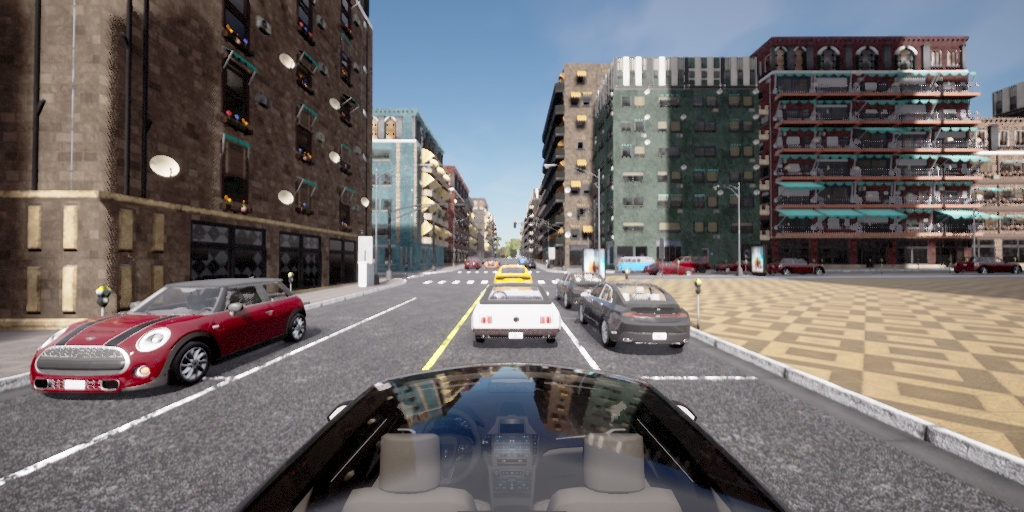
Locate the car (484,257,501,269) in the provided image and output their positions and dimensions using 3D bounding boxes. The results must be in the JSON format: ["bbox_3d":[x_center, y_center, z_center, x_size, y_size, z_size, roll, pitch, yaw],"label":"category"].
[{"bbox_3d":[-3.200,1.076,56.121,2.097,1.767,4.553,0,0,0],"label":"car"}]

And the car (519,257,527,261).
[{"bbox_3d":[2.568,1.305,58.353,1.802,1.307,4.207,0,0,0],"label":"car"}]

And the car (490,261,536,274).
[{"bbox_3d":[0.055,1.218,19.056,1.882,1.535,5.008,0,0,0],"label":"car"}]

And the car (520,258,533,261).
[{"bbox_3d":[2.580,1.291,52.783,1.948,1.339,4.313,0,0,0],"label":"car"}]

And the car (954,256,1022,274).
[{"bbox_3d":[41.281,0.787,31.102,4.097,1.591,1.967,0,0,0],"label":"car"}]

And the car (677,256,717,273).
[{"bbox_3d":[19.216,0.945,39.593,5.009,1.841,2.192,0,0,0],"label":"car"}]

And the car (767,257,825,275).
[{"bbox_3d":[24.700,0.911,31.185,4.097,1.591,1.967,0,0,0],"label":"car"}]

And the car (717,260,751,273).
[{"bbox_3d":[24.744,1.133,39.565,4.507,1.381,1.888,0,0,0],"label":"car"}]

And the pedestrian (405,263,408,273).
[{"bbox_3d":[-12.618,1.062,42.714,0.375,1.860,0.375,0,0,0],"label":"pedestrian"}]

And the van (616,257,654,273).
[{"bbox_3d":[13.688,1.014,39.621,3.998,1.789,1.690,0,0,0],"label":"van"}]

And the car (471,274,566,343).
[{"bbox_3d":[0.082,1.346,9.603,1.895,1.301,4.718,0,0,0],"label":"car"}]

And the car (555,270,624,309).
[{"bbox_3d":[2.793,1.293,14.590,2.007,1.370,4.403,0,0,0],"label":"car"}]

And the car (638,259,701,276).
[{"bbox_3d":[13.644,1.138,31.240,4.207,1.307,1.802,0,0,0],"label":"car"}]

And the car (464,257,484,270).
[{"bbox_3d":[-5.800,1.040,52.804,2.192,1.841,5.009,0,0,0],"label":"car"}]

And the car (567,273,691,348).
[{"bbox_3d":[2.805,1.296,9.020,2.007,1.370,4.403,0,0,0],"label":"car"}]

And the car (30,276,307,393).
[{"bbox_3d":[-5.830,1.187,6.766,1.967,1.591,4.097,0,0,0],"label":"car"}]
